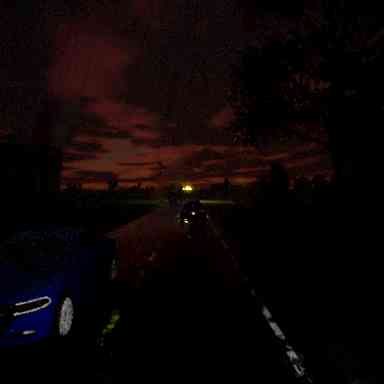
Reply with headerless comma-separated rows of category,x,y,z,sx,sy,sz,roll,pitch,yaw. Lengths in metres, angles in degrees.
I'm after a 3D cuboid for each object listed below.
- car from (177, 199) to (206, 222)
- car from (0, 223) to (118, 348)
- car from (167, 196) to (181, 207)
car,0.106,1.547,26.545,1.994,1.385,4.181,0,0,0
car,-2.849,1.476,6.715,1.882,1.535,5.008,0,0,0
car,-2.802,1.459,51.759,1.837,1.490,4.892,0,0,0
